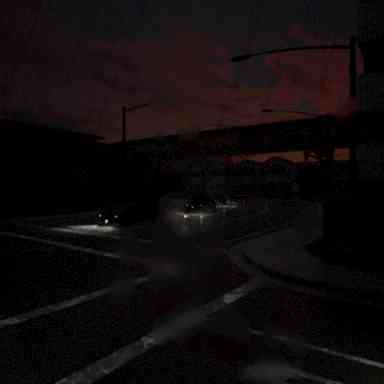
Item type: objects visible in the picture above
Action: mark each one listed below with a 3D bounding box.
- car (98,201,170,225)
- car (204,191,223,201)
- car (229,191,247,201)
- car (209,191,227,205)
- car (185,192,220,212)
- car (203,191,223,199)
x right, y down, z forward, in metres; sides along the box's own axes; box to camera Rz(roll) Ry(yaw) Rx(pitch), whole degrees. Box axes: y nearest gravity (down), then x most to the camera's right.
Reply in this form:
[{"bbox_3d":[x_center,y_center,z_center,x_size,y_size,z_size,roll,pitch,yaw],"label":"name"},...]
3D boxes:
[{"bbox_3d":[-3.649,1.293,22.047,2.033,1.411,5.357,0,1,33],"label":"car"},{"bbox_3d":[3.297,0.597,51.412,2.128,1.511,4.902,0,0,-6],"label":"car"},{"bbox_3d":[6.983,0.623,50.717,1.837,1.490,4.892,0,1,-5],"label":"car"},{"bbox_3d":[3.266,0.790,41.077,1.812,1.442,4.674,0,1,6],"label":"car"},{"bbox_3d":[0.865,1.021,31.073,1.837,1.490,4.892,0,1,20],"label":"car"},{"bbox_3d":[3.902,0.591,63.488,1.837,1.490,4.892,0,0,-24],"label":"car"}]
